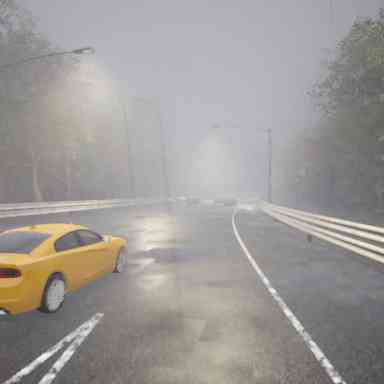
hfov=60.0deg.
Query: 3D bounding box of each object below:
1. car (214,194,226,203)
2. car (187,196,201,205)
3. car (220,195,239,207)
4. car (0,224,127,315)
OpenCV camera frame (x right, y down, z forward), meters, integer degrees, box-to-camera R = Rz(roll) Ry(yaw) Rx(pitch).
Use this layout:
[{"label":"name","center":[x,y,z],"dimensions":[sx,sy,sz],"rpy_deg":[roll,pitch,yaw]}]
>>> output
[{"label":"car","center":[5.826,1.680,70.252],"dimensions":[1.994,1.385,4.181],"rpy_deg":[0,0,11]},{"label":"car","center":[0.475,1.561,61.381],"dimensions":[1.882,1.535,5.008],"rpy_deg":[0,0,11]},{"label":"car","center":[6.506,1.674,55.847],"dimensions":[2.033,1.411,5.357],"rpy_deg":[0,0,11]},{"label":"car","center":[-3.155,1.485,7.750],"dimensions":[1.882,1.535,5.008],"rpy_deg":[0,0,11]}]
